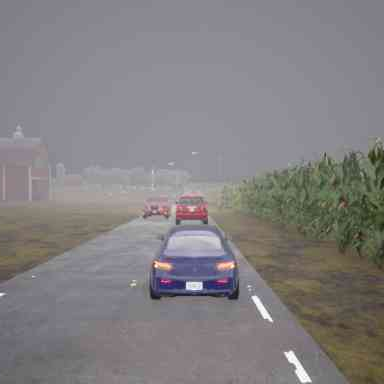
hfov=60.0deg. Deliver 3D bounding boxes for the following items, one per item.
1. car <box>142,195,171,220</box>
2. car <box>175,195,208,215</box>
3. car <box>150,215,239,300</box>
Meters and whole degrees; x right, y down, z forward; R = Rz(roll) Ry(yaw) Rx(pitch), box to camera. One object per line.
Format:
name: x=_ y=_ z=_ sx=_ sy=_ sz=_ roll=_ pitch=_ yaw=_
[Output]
car: x=-3.012 y=1.277 z=29.373 sx=2.150 sy=2.045 sz=5.566 roll=0 pitch=0 yaw=0
car: x=-0.046 y=1.246 z=23.933 sx=2.150 sy=2.045 sz=5.566 roll=0 pitch=0 yaw=-1
car: x=0.061 y=1.524 z=8.289 sx=1.812 sy=1.442 sz=4.674 roll=0 pitch=0 yaw=0
